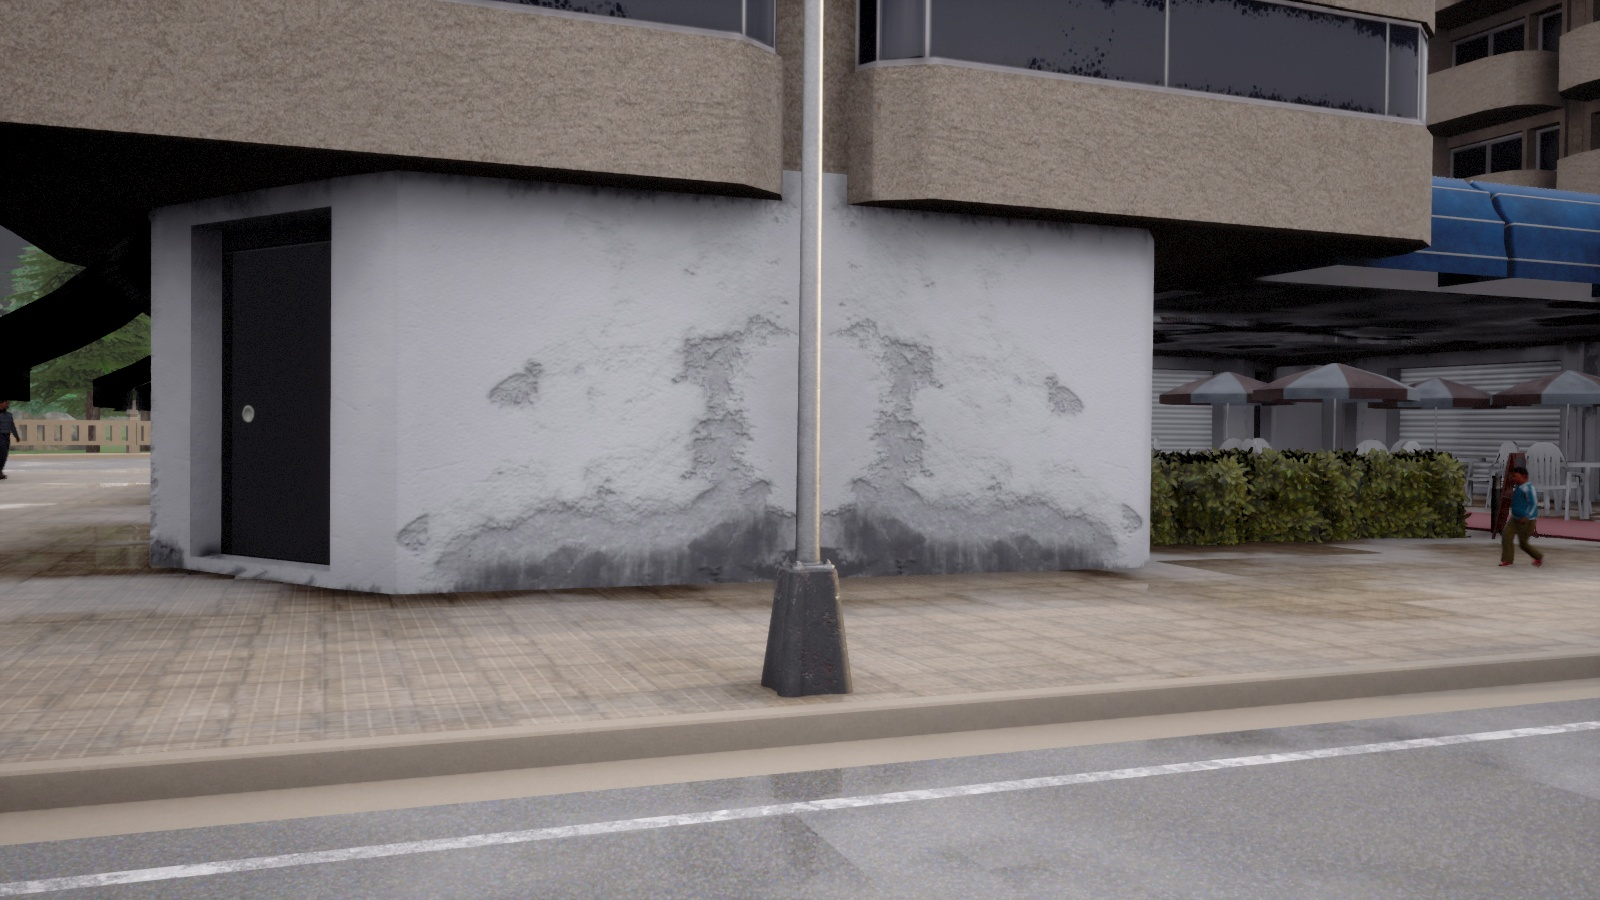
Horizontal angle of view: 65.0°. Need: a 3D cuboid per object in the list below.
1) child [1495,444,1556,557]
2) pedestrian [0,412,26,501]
[{"bbox_3d":[7.775,0.534,13.465,0.448,1.192,0.343,-1,1,-3],"label":"child"},{"bbox_3d":[-17.703,0.134,27.867,0.788,1.949,0.423,0,1,12],"label":"pedestrian"}]
